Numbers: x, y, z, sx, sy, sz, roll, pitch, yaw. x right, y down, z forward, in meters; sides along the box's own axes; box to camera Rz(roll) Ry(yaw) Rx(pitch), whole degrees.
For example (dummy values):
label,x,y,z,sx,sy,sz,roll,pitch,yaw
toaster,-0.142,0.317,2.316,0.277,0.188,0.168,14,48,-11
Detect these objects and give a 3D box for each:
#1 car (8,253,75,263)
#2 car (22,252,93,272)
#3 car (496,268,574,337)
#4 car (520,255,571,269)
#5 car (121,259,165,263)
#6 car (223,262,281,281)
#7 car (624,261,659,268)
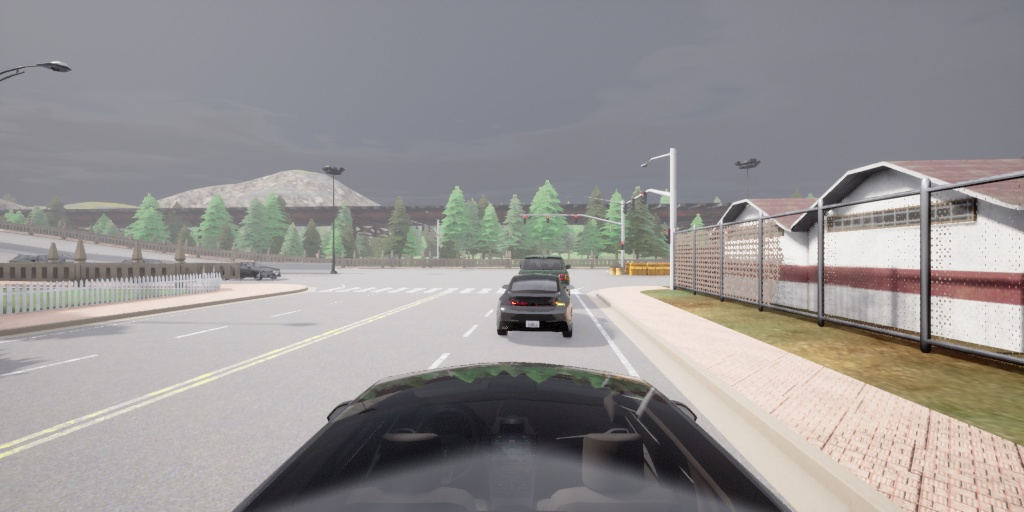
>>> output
label,x,y,z,sx,sy,sz,roll,pitch,yaw
car,-40.861,0.659,31.314,4.553,1.767,2.097,4,0,4
car,-44.470,0.545,35.106,4.892,1.490,1.837,5,0,5
car,0.717,1.255,10.313,1.837,1.490,4.892,0,0,6
car,1.484,0.971,16.323,2.150,2.045,5.566,0,0,7
car,-31.000,1.051,30.592,4.553,1.767,2.097,1,0,4
car,-21.915,1.239,29.927,4.902,1.511,2.128,0,0,5
car,15.830,1.351,41.507,4.718,1.301,1.895,0,0,4
